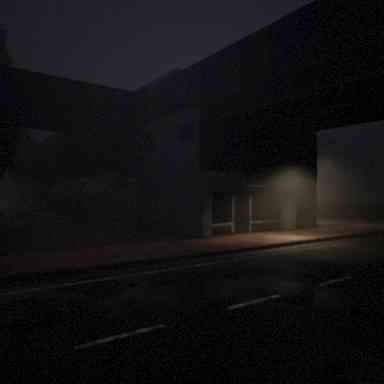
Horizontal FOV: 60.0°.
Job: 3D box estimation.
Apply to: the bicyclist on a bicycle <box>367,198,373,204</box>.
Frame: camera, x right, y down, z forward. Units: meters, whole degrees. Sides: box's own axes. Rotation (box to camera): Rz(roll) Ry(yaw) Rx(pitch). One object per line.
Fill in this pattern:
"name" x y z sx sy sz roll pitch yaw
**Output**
"bicyclist on a bicycle" 26.590 1.769 49.614 1.656 1.620 0.582 0 0 -36
